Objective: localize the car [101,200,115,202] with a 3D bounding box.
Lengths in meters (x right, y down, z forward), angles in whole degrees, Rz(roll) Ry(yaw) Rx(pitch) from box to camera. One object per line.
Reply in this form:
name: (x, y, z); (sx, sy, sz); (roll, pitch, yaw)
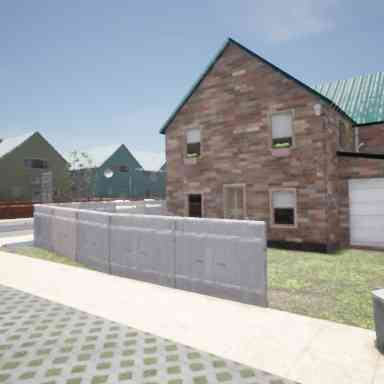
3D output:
car: (-6.830, 1.428, 27.184); (1.837, 1.490, 4.892); (-2, -1, 36)
